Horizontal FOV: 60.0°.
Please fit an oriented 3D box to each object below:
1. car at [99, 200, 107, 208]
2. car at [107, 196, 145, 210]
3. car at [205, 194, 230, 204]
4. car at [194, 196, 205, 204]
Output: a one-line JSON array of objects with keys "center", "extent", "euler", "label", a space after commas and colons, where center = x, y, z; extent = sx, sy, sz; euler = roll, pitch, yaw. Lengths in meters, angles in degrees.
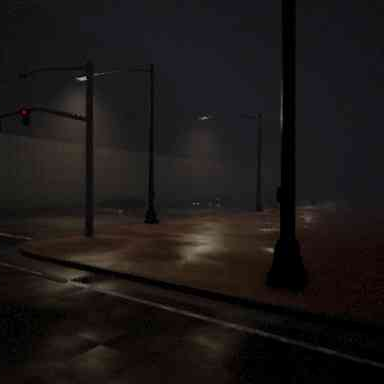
[{"center": [-9.978, 1.300, 44.003], "extent": [1.882, 1.535, 5.008], "euler": [0, 0, 36], "label": "car"}, {"center": [-7.793, 1.366, 41.055], "extent": [1.812, 1.442, 4.674], "euler": [0, 0, 36], "label": "car"}, {"center": [4.900, 1.193, 58.590], "extent": [2.097, 1.767, 4.553], "euler": [0, 0, 36], "label": "car"}, {"center": [2.095, 1.400, 60.685], "extent": [1.994, 1.385, 4.181], "euler": [0, 0, 36], "label": "car"}]
